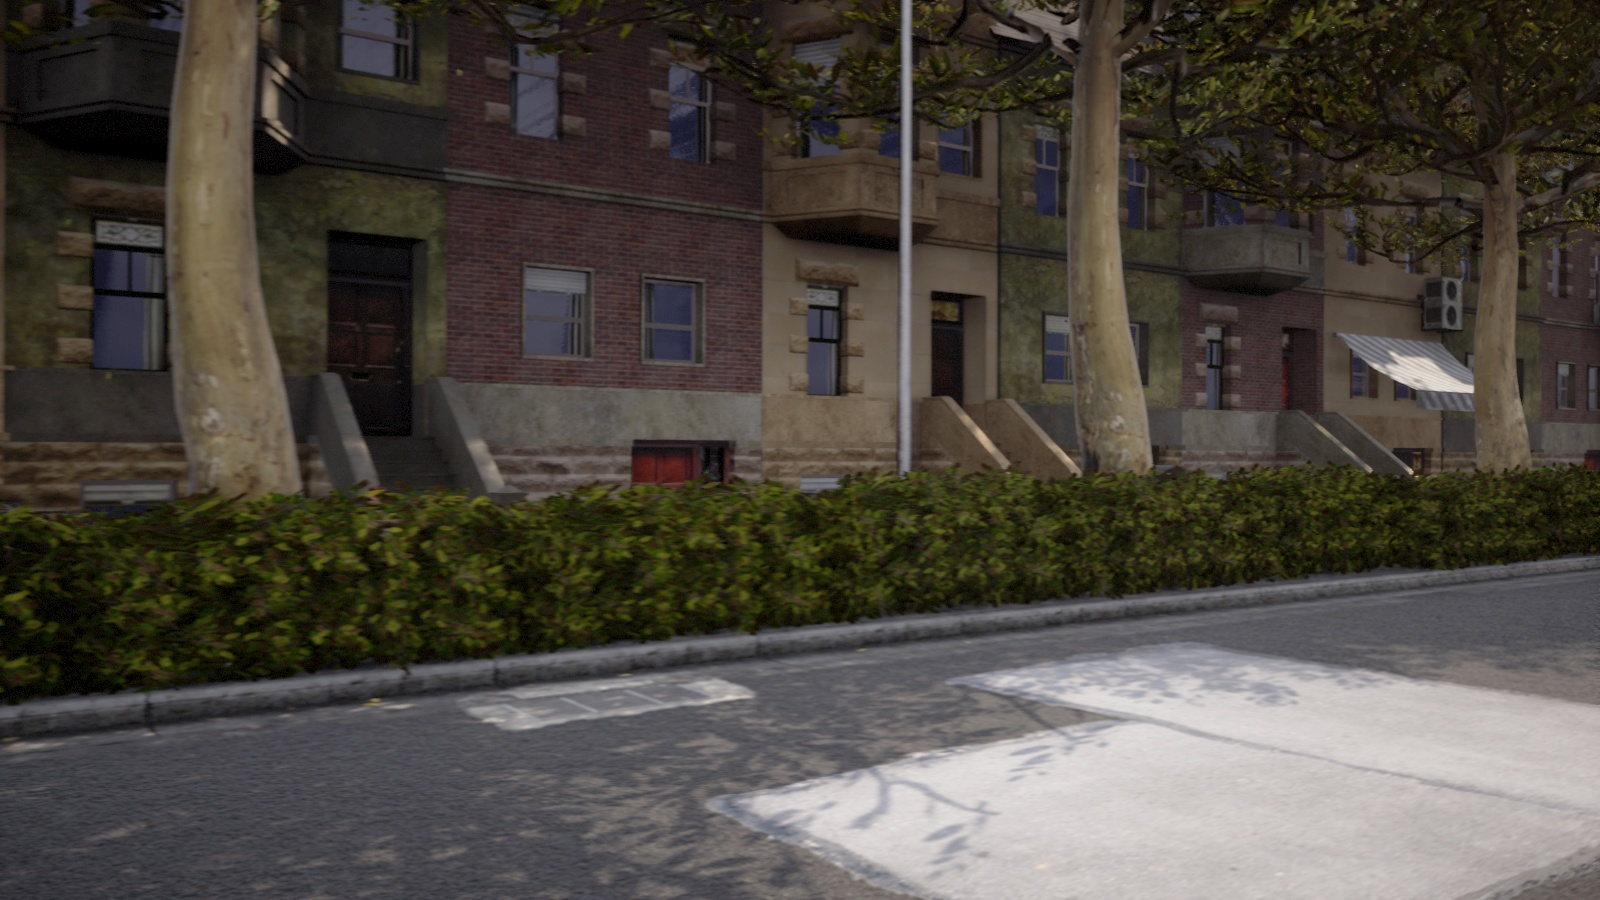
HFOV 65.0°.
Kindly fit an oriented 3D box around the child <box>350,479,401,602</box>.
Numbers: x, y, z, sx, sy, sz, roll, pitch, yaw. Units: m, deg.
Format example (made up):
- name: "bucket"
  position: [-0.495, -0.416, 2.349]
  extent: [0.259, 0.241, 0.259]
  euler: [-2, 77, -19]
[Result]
- name: "child"
  position: [-3.912, 0.824, 11.571]
  extent: [0.394, 1.110, 0.255]
  euler: [0, 0, -32]
